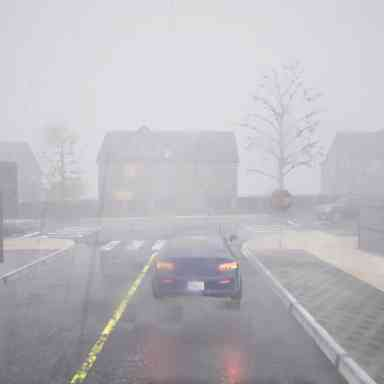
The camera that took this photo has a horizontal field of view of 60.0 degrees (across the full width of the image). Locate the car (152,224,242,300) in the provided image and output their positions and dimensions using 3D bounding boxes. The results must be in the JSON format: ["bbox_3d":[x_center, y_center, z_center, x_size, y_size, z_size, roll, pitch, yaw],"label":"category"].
[{"bbox_3d":[0.170,1.525,8.276,1.812,1.442,4.674,0,0,3],"label":"car"}]

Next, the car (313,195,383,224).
[{"bbox_3d":[10.186,1.045,21.360,4.553,1.767,2.097,-1,1,-2],"label":"car"}]

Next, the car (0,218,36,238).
[{"bbox_3d":[-11.333,1.845,18.457,4.718,1.301,1.895,-1,1,2],"label":"car"}]
